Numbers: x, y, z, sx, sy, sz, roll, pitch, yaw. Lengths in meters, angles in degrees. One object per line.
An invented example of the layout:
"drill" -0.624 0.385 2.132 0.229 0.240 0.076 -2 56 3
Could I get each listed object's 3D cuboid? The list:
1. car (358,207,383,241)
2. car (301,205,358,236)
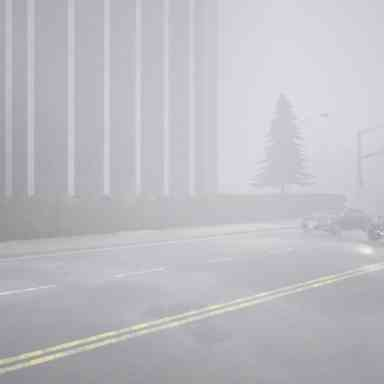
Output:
"car" 9.974 1.503 15.351 4.892 1.490 1.837 1 0 -35
"car" 8.014 1.488 18.251 4.902 1.511 2.128 0 0 -35
